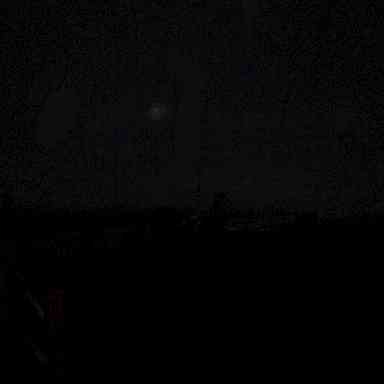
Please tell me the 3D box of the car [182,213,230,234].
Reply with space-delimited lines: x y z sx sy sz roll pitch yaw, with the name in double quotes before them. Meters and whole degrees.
"car" 1.112 2.292 25.014 1.812 1.442 4.674 3 0 36
